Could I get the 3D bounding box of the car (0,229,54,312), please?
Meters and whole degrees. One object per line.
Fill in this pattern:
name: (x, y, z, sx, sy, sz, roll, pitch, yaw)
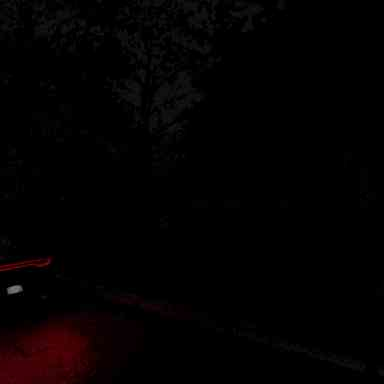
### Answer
car: (-4.926, 1.447, 6.931, 5.008, 1.535, 1.882, 0, 0, 36)
